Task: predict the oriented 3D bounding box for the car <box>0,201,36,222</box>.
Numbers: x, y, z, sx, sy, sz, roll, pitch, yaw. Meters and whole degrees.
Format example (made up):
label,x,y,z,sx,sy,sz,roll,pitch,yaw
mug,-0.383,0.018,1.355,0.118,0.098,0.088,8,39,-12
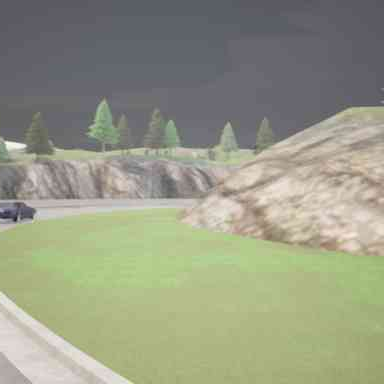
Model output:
label,x,y,z,sx,sy,sz,roll,pitch,yaw
car,-15.133,1.573,28.446,2.097,1.767,4.553,0,-1,-4
